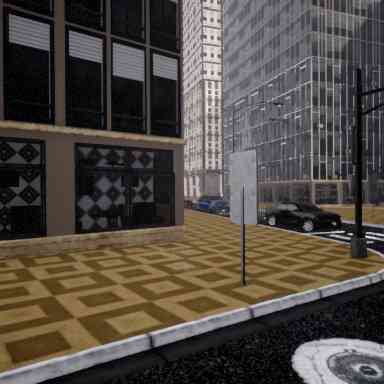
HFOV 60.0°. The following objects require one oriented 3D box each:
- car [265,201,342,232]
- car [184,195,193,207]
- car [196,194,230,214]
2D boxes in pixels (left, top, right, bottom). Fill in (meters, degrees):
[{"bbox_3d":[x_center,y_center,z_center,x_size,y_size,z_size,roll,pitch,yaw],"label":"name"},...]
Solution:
[{"bbox_3d":[6.314,1.327,19.360,1.882,1.535,5.008,-1,1,-24],"label":"car"},{"bbox_3d":[-1.307,1.094,41.302,1.994,1.385,4.181,-1,1,-18],"label":"car"},{"bbox_3d":[2.039,1.028,31.301,2.097,1.767,4.553,-1,1,-19],"label":"car"}]
